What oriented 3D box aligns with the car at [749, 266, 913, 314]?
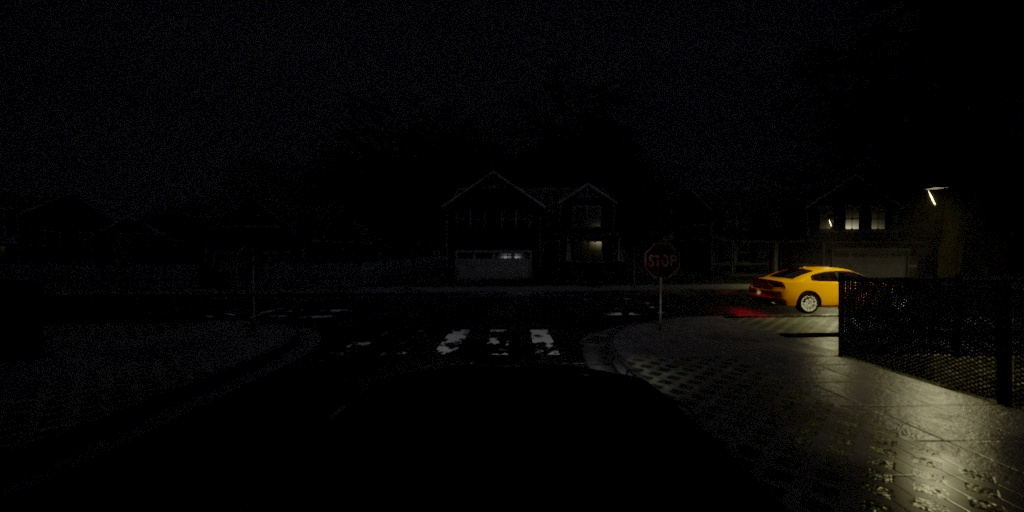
[{"bbox_3d":[11.355,1.132,12.904,5.008,1.535,1.882,-1,1,0],"label":"car"}]
